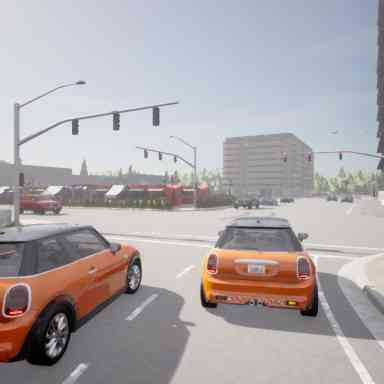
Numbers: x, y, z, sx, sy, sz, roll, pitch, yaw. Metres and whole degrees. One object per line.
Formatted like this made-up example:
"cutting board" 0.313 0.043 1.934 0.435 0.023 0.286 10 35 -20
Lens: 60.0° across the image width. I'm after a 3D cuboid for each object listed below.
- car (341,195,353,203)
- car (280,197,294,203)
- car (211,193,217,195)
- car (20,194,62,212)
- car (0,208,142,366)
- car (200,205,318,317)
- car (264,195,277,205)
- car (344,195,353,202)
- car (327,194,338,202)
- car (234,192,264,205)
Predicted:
"car" 32.066 1.595 68.988 1.895 1.301 4.718 0 0 27
"car" 19.060 1.601 66.733 1.895 1.301 4.718 0 0 27
"car" 5.019 1.209 86.950 4.605 1.855 1.932 0 0 28
"car" -16.148 1.277 34.772 5.566 2.045 2.150 0 0 28
"car" -2.497 1.352 6.104 2.097 1.767 4.553 0 0 10
"car" 1.618 1.352 7.816 2.097 1.767 4.553 0 0 14
"car" 12.376 1.352 54.065 2.097 1.767 4.553 0 0 28
"car" 36.651 1.500 77.813 1.837 1.490 4.892 0 0 27
"car" 33.514 1.355 79.366 2.097 1.767 4.553 0 0 27
"car" 7.422 1.221 44.553 2.150 2.045 5.566 0 0 27
